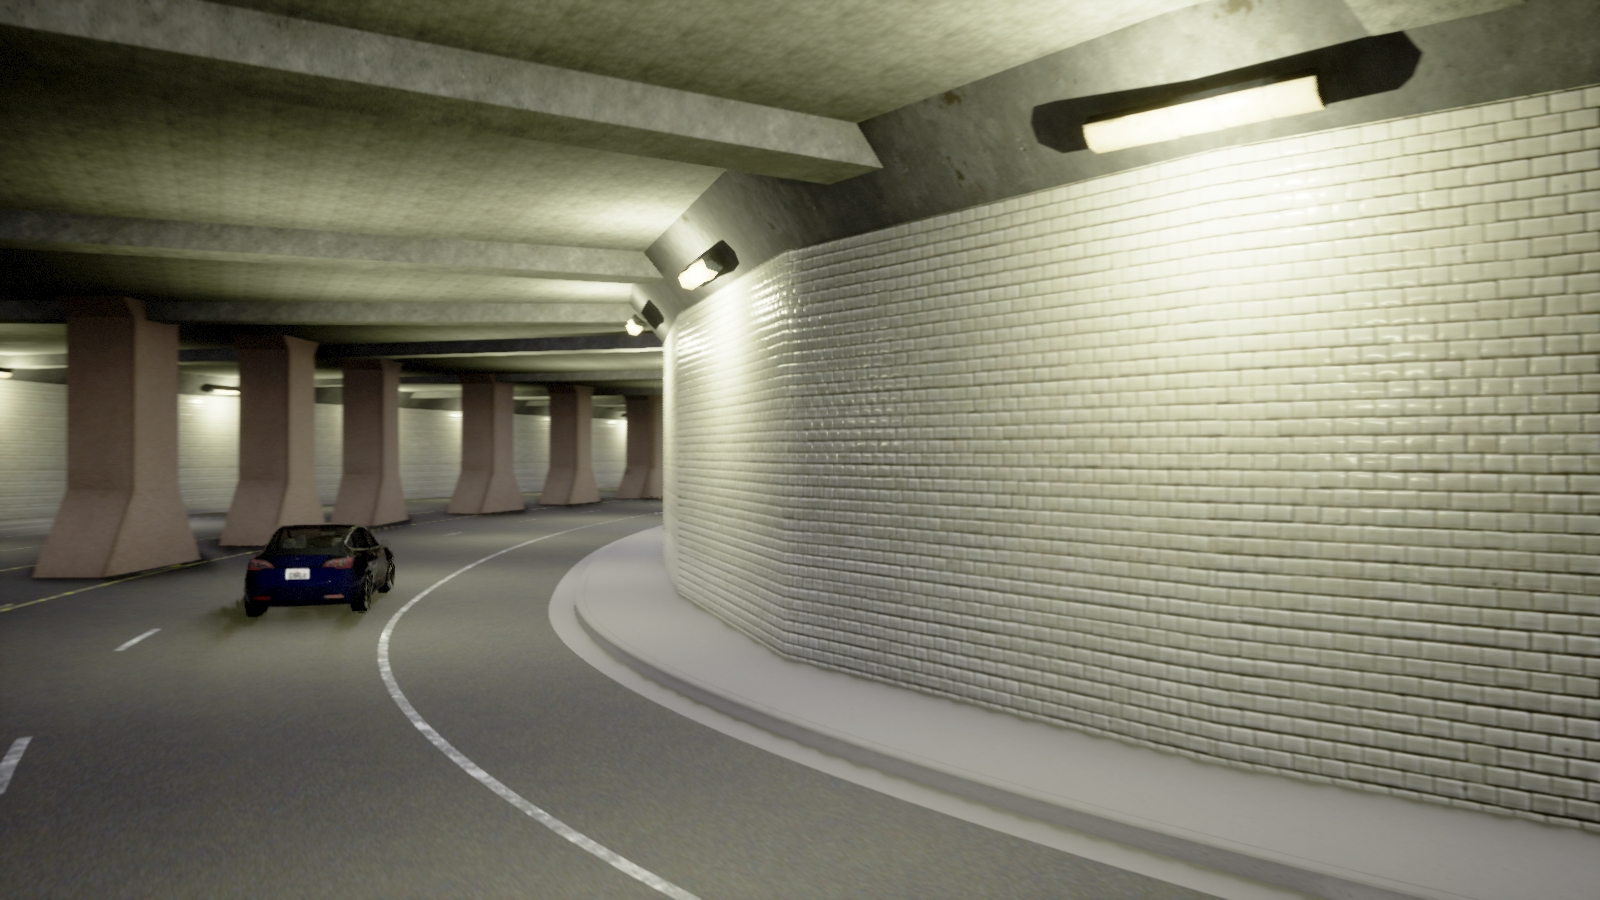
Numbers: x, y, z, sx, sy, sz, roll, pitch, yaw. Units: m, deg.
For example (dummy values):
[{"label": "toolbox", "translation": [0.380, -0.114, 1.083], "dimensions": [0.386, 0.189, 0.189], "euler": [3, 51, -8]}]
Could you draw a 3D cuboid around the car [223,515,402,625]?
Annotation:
[{"label": "car", "translation": [-8.760, 2.080, 20.995], "dimensions": [2.163, 1.488, 4.792], "euler": [0, 0, -12]}]
